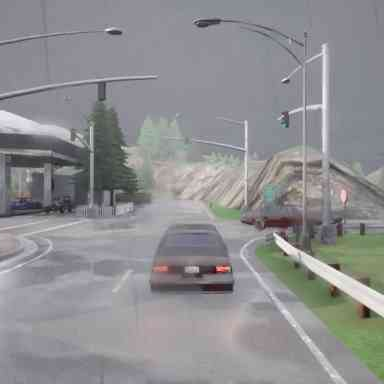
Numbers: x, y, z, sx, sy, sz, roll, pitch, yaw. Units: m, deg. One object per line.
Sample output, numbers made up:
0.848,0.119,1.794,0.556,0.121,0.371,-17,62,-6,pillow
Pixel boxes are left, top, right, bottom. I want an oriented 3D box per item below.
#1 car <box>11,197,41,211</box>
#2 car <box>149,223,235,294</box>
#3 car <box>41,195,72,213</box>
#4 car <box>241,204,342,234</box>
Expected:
-20.250,1.480,40.744,2.242,1.667,4.611,0,0,-1,car
-0.001,1.547,8.936,2.033,1.411,5.357,0,0,0,car
-14.541,1.313,36.468,1.905,1.878,3.866,0,0,-1,car
5.301,1.381,18.199,5.357,1.411,2.033,-1,0,40,car
